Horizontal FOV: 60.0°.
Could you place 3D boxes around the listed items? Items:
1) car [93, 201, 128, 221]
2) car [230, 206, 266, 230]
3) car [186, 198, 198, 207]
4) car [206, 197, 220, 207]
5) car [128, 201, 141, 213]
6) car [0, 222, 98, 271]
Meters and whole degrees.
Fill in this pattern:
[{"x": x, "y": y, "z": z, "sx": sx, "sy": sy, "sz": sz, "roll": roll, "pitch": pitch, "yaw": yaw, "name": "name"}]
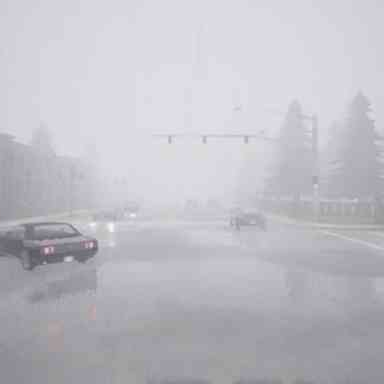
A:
[{"x": -7.105, "y": 1.652, "z": 28.694, "sx": 1.812, "sy": 1.442, "sz": 4.674, "roll": 0, "pitch": 0, "yaw": 0, "name": "car"}, {"x": 3.593, "y": 1.622, "z": 21.825, "sx": 1.812, "sy": 1.442, "sz": 4.674, "roll": 0, "pitch": 0, "yaw": 0, "name": "car"}, {"x": -0.017, "y": 1.725, "z": 56.335, "sx": 1.882, "sy": 1.535, "sz": 5.008, "roll": 0, "pitch": 0, "yaw": 0, "name": "car"}, {"x": 3.490, "y": 1.599, "z": 56.335, "sx": 2.097, "sy": 1.767, "sz": 4.553, "roll": 0, "pitch": 0, "yaw": 0, "name": "car"}, {"x": -7.099, "y": 1.734, "z": 38.718, "sx": 1.994, "sy": 1.385, "sz": 4.181, "roll": 0, "pitch": 0, "yaw": 0, "name": "car"}, {"x": -5.132, "y": 1.650, "z": 11.192, "sx": 1.895, "sy": 1.301, "sz": 4.718, "roll": 0, "pitch": 0, "yaw": -45, "name": "car"}]
